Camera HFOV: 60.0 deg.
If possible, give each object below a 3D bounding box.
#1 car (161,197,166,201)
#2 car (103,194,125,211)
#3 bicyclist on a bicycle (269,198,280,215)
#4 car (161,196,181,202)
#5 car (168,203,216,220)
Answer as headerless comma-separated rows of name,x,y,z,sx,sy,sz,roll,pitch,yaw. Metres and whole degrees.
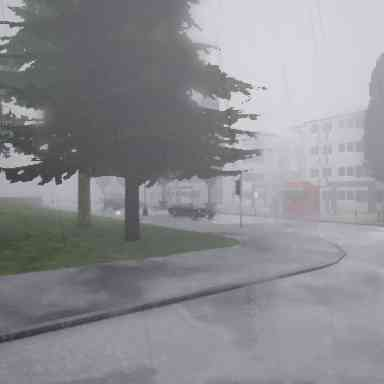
car,-5.271,1.515,83.164,4.536,1.218,1.853,0,0,-6
car,-9.145,1.224,41.051,2.150,2.045,5.566,0,0,-35
bicyclist on a bicycle,7.855,1.349,31.665,1.656,1.620,0.582,0,0,-36
car,-5.219,1.673,83.170,4.974,1.542,2.038,0,0,-6
car,-0.061,1.601,28.300,1.895,1.301,4.718,0,0,-36
